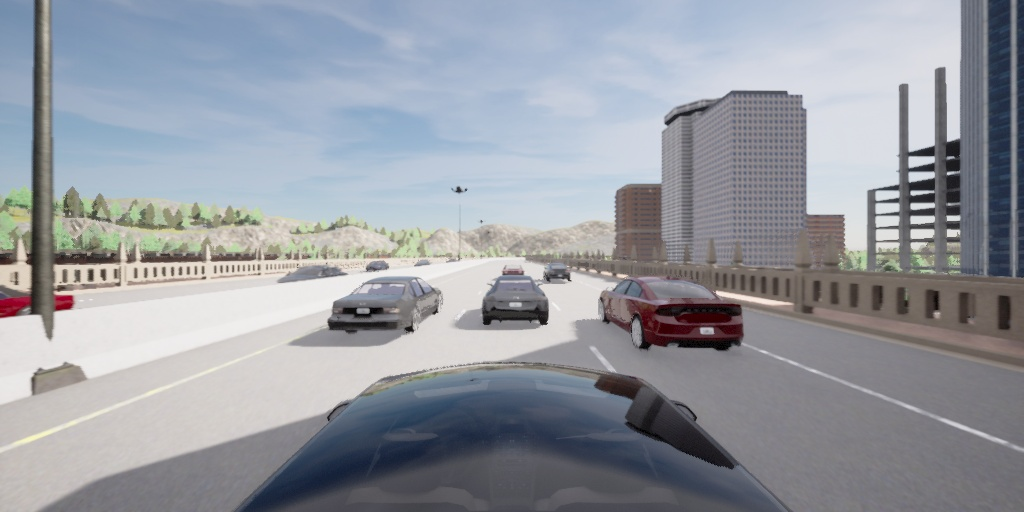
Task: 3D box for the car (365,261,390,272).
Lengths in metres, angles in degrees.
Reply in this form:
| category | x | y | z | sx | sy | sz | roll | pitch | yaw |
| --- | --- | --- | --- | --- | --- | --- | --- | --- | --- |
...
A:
| category | x | y | z | sx | sy | sz | roll | pitch | yaw |
| --- | --- | --- | --- | --- | --- | --- | --- | --- | --- |
| car | -17.547 | 1.356 | 47.015 | 1.994 | 1.385 | 4.181 | 0 | 0 | 0 |

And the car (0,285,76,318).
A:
| category | x | y | z | sx | sy | sz | roll | pitch | yaw |
| --- | --- | --- | --- | --- | --- | --- | --- | --- | --- |
| car | -14.100 | 1.352 | 8.525 | 1.895 | 1.301 | 4.718 | 0 | 0 | 0 |

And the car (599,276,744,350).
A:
| category | x | y | z | sx | sy | sz | roll | pitch | yaw |
| --- | --- | --- | --- | --- | --- | --- | --- | --- | --- |
| car | 3.599 | 1.230 | 9.089 | 1.882 | 1.535 | 5.008 | 0 | 0 | 0 |

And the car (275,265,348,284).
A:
| category | x | y | z | sx | sy | sz | roll | pitch | yaw |
| --- | --- | --- | --- | --- | --- | --- | --- | --- | --- |
| car | -10.596 | 1.265 | 19.304 | 1.837 | 1.490 | 4.892 | 0 | 0 | 0 |

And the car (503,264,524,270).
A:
| category | x | y | z | sx | sy | sz | roll | pitch | yaw |
| --- | --- | --- | --- | --- | --- | --- | --- | --- | --- |
| car | 0.100 | 1.375 | 31.657 | 1.895 | 1.301 | 4.718 | 0 | 0 | 0 |

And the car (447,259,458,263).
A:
| category | x | y | z | sx | sy | sz | roll | pitch | yaw |
| --- | --- | --- | --- | --- | --- | --- | --- | --- | --- |
| car | -10.534 | 1.372 | 63.965 | 1.837 | 1.490 | 4.892 | 0 | 0 | -1 |

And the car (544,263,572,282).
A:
| category | x | y | z | sx | sy | sz | roll | pitch | yaw |
| --- | --- | --- | --- | --- | --- | --- | --- | --- | --- |
| car | 3.601 | 1.297 | 29.058 | 1.812 | 1.442 | 4.674 | 0 | 0 | 0 |

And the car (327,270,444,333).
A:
| category | x | y | z | sx | sy | sz | roll | pitch | yaw |
| --- | --- | --- | --- | --- | --- | --- | --- | --- | --- |
| car | -3.400 | 1.300 | 10.704 | 2.033 | 1.411 | 5.357 | 0 | 0 | 0 |

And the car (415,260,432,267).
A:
| category | x | y | z | sx | sy | sz | roll | pitch | yaw |
| --- | --- | --- | --- | --- | --- | --- | --- | --- | --- |
| car | -14.007 | 1.328 | 57.048 | 1.812 | 1.442 | 4.674 | 0 | 0 | 0 |

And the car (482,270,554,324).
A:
| category | x | y | z | sx | sy | sz | roll | pitch | yaw |
| --- | --- | --- | --- | --- | --- | --- | --- | --- | --- |
| car | 0.099 | 1.318 | 11.937 | 1.994 | 1.385 | 4.181 | 0 | 0 | 0 |
